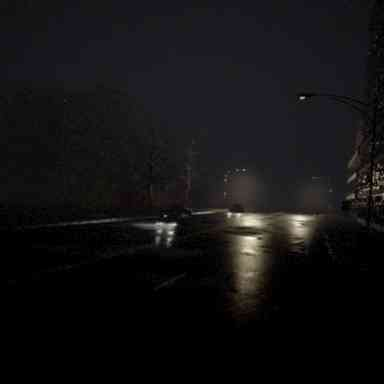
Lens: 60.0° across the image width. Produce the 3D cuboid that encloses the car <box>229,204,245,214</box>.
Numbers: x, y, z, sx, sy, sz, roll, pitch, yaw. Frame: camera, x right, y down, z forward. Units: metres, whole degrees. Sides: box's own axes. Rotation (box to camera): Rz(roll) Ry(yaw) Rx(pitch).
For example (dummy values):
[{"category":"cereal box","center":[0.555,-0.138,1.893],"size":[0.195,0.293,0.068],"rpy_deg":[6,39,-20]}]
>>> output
[{"category":"car","center":[7.398,2.732,54.020],"size":[1.812,1.442,4.674],"rpy_deg":[4,-1,22]}]

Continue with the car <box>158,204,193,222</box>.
[{"category":"car","center":[-1.401,1.829,30.276],"size":[2.128,1.511,4.902],"rpy_deg":[4,-1,20]}]
